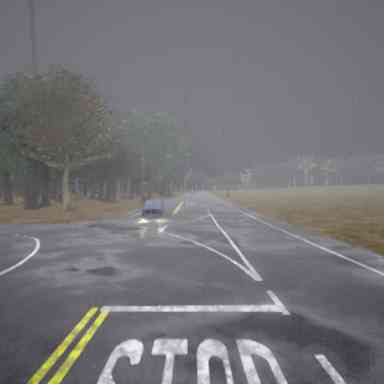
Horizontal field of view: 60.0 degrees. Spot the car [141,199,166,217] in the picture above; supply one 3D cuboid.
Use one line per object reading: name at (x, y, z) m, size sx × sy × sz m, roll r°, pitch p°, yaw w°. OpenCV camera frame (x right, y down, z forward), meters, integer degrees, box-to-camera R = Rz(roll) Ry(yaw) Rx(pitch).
car at (-3.495, 1.389, 30.926) m, size 1.882 × 1.535 × 5.008 m, roll 0°, pitch 1°, yaw 0°
